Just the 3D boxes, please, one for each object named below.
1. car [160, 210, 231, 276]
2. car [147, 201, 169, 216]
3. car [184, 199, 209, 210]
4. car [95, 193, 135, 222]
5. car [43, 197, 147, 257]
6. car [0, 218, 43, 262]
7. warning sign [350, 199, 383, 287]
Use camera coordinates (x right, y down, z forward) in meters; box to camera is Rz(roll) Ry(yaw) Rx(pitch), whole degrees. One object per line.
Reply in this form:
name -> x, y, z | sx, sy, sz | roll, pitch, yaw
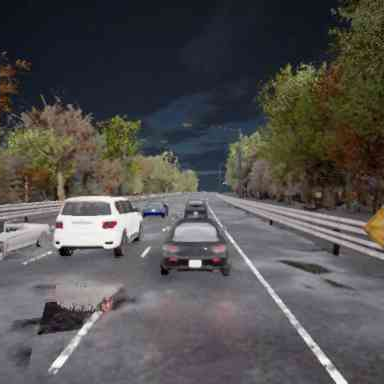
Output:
car -> 0.114, 1.498, 10.098 | 1.812, 1.442, 4.674 | 0, 0, 1
car -> -3.135, 1.479, 29.477 | 1.994, 1.385, 4.181 | 0, 0, 1
car -> 0.357, 1.420, 29.165 | 1.837, 1.490, 4.892 | 0, 0, 1
car -> -6.557, 1.225, 28.812 | 2.097, 1.767, 4.553 | 9, 3, 1
car -> -3.353, 1.185, 12.922 | 2.150, 2.045, 5.566 | 0, 0, 1
car -> -6.880, 1.569, 11.769 | 1.895, 1.301, 4.718 | 0, 0, 1
warning sign -> 4.548, 1.096, 7.619 | 1.300, 1.860, 1.060 | -1, -1, 0
